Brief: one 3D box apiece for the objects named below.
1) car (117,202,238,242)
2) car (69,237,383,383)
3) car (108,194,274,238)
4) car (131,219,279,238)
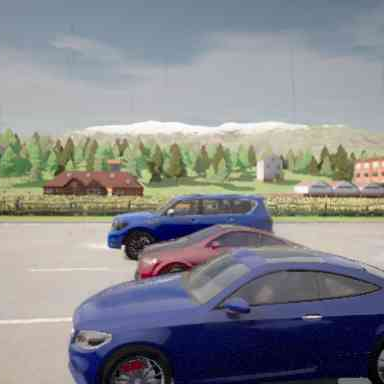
[{"bbox_3d":[-0.682,1.290,14.741,5.008,1.535,1.882,1,1,-8],"label":"car"},{"bbox_3d":[0.876,1.486,4.346,4.674,1.442,1.812,1,1,-8],"label":"car"},{"bbox_3d":[0.011,1.085,11.301,5.566,2.045,2.150,1,1,-8],"label":"car"},{"bbox_3d":[0.775,1.480,7.879,4.181,1.385,1.994,1,1,-8],"label":"car"}]
